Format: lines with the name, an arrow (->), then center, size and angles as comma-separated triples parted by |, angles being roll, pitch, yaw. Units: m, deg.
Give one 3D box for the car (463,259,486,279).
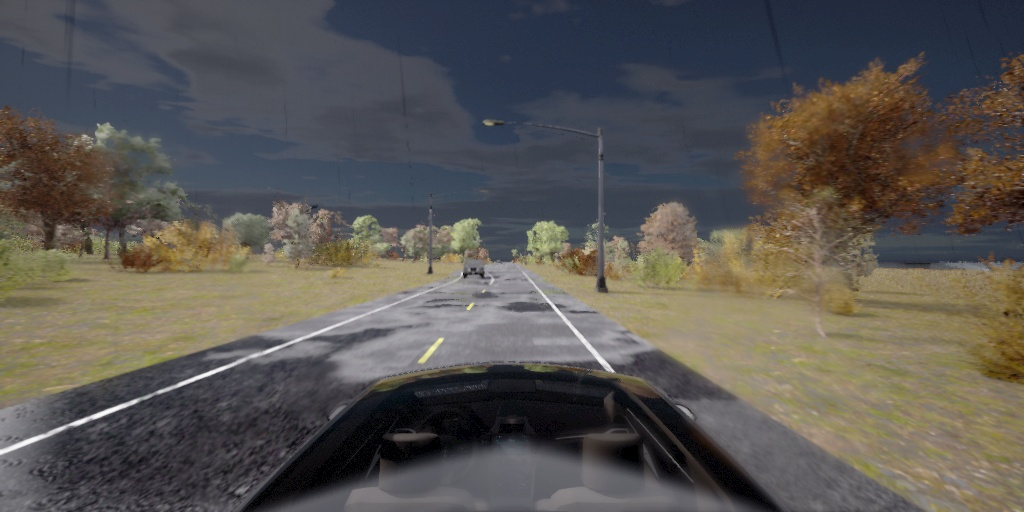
car -> -3.987, 1.326, 38.118 | 2.150, 2.045, 5.566 | 0, -1, -4
